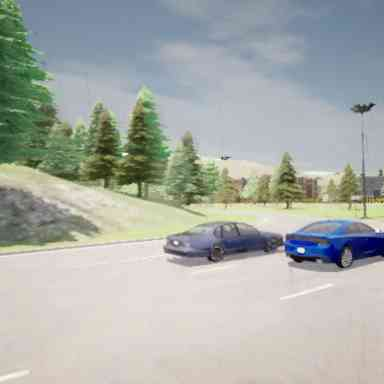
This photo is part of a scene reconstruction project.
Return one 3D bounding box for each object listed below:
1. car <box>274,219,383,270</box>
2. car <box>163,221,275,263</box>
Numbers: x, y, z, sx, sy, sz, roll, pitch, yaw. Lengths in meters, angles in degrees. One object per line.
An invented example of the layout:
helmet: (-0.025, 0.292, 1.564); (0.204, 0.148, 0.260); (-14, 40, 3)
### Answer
car: (5.501, 1.729, 12.141); (5.008, 1.535, 1.882); (0, -2, -36)
car: (1.459, 1.899, 13.520); (5.357, 1.411, 2.033); (0, -2, -36)
